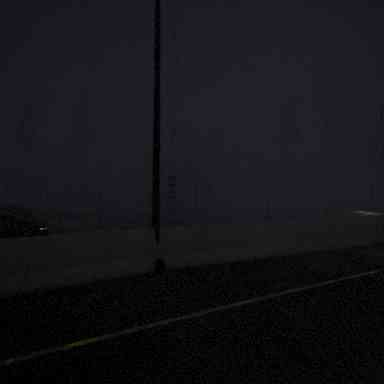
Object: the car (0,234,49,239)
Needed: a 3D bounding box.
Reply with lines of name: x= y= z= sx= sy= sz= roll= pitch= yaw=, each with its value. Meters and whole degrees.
car: x=-7.470 y=1.443 z=11.507 sx=4.674 sy=1.442 sz=1.812 roll=0 pitch=0 yaw=-35
